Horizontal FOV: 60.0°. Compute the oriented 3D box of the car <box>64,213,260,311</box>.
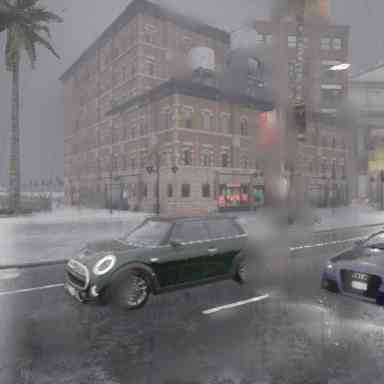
[{"bbox_3d":[-0.551,1.352,7.897,4.553,1.767,2.097,0,0,-35],"label":"car"}]

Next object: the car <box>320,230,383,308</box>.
[{"bbox_3d":[4.752,1.564,7.375,4.181,1.385,1.994,0,0,-35],"label":"car"}]
